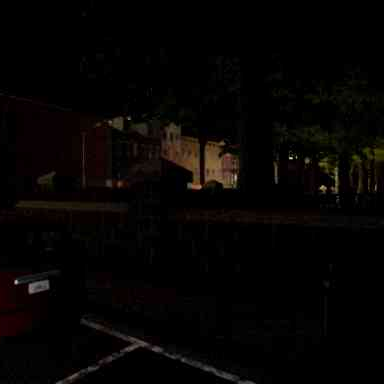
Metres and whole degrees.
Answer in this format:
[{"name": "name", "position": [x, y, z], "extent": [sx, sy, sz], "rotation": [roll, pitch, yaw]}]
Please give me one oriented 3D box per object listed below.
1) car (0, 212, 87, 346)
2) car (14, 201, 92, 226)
[{"name": "car", "position": [-3.876, 1.258, 5.596], "extent": [5.009, 1.841, 2.192], "rotation": [1, 0, 36]}, {"name": "car", "position": [-9.417, 1.385, 22.943], "extent": [1.812, 1.442, 4.674], "rotation": [0, 0, 35]}]
